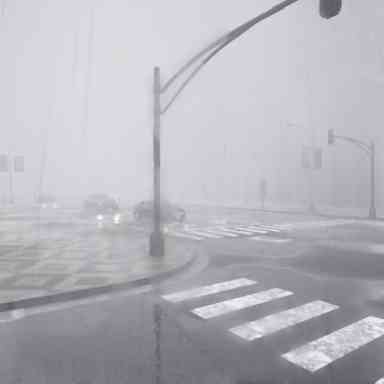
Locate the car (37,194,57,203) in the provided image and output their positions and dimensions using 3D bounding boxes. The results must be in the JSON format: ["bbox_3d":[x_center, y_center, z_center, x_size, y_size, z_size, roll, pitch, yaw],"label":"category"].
[{"bbox_3d":[-21.322,0.876,48.931,1.895,1.301,4.718,0,1,-35],"label":"car"}]

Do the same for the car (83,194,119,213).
[{"bbox_3d":[-8.472,0.955,30.963,2.097,1.767,4.553,0,1,-36],"label":"car"}]

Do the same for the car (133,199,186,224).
[{"bbox_3d":[-2.272,1.242,22.351,2.128,1.511,4.902,0,1,-36],"label":"car"}]
